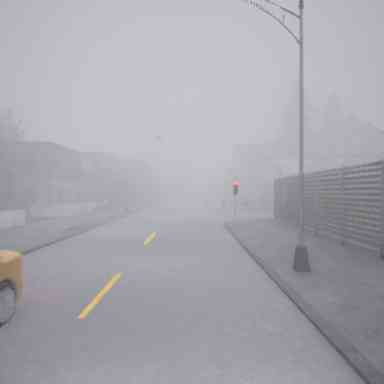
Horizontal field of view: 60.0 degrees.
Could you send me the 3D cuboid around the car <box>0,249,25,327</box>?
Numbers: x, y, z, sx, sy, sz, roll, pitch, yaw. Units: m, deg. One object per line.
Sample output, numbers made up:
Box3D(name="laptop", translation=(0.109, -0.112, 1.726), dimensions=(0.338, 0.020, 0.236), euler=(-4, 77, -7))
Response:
Box3D(name="car", translation=(-4.072, 1.477, 4.159), dimensions=(1.882, 1.535, 5.008), euler=(0, 0, 0))
